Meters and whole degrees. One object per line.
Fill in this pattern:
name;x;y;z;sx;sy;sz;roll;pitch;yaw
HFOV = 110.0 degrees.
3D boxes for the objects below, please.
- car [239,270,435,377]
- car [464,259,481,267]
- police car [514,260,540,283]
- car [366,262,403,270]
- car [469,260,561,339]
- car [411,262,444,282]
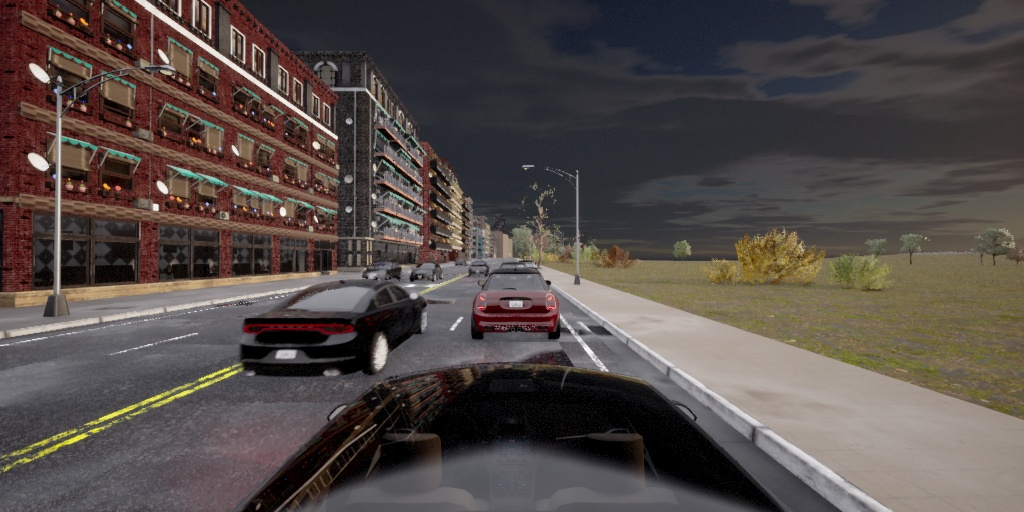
car;-3.161;1.229;7.487;1.882;1.535;5.008;0;0;0
car;-3.191;1.245;35.651;2.128;1.511;4.902;0;0;0
police car;1.104;1.179;29.464;1.930;1.638;5.238;0;0;0
car;-9.883;1.245;27.643;2.128;1.511;4.902;0;0;0
car;0.082;1.104;10.196;2.097;1.767;4.553;0;0;0
car;-6.633;1.258;28.190;1.837;1.490;4.892;0;0;0
